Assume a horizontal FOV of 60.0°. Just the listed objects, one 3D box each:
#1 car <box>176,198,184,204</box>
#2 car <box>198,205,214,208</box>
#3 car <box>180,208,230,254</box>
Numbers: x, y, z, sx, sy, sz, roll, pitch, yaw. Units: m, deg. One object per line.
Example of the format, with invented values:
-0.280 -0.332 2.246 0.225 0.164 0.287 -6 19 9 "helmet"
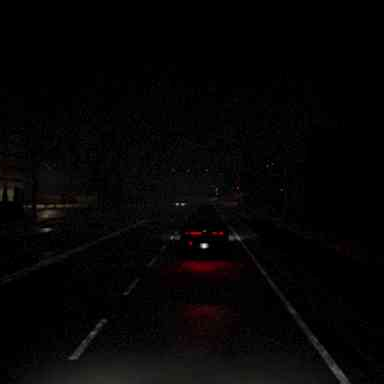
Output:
-3.124 2.385 89.362 1.812 1.442 4.674 0 -1 3 "car"
1.206 1.830 28.805 2.033 1.411 5.357 0 -1 3 "car"
0.546 1.647 14.127 1.837 1.490 4.892 0 0 3 "car"
